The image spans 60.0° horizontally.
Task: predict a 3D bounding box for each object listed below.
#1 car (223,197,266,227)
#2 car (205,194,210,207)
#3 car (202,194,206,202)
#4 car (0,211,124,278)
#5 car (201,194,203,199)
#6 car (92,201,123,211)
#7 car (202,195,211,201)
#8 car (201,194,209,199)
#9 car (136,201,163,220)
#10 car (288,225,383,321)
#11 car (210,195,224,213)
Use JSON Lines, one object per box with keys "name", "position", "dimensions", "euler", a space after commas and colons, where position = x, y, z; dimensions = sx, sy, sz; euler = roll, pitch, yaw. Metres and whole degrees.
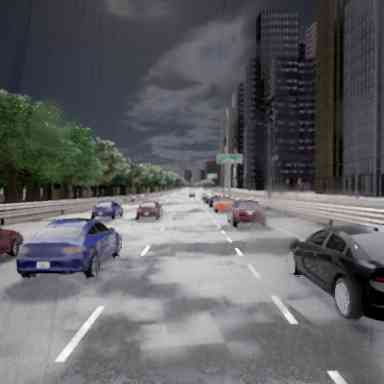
{"name": "car", "position": [3.567, 1.305, 22.527], "dimensions": [2.097, 1.767, 4.553], "euler": [0, 0, 0]}
{"name": "car", "position": [3.380, 1.319, 46.838], "dimensions": [2.033, 1.649, 4.856], "euler": [0, 0, 0]}
{"name": "car", "position": [3.356, 1.352, 57.839], "dimensions": [2.163, 1.488, 4.792], "euler": [0, 0, 0]}
{"name": "car", "position": [-3.408, 1.506, 9.915], "dimensions": [1.812, 1.442, 4.674], "euler": [0, 0, 0]}
{"name": "car", "position": [3.359, 1.304, 68.781], "dimensions": [1.837, 1.490, 4.892], "euler": [0, 0, 0]}
{"name": "car", "position": [-6.948, 1.467, 27.528], "dimensions": [1.812, 1.442, 4.674], "euler": [0, 0, 0]}
{"name": "car", "position": [3.386, 1.341, 79.783], "dimensions": [1.895, 1.301, 4.718], "euler": [0, 0, 0]}
{"name": "car", "position": [3.439, 1.216, 90.723], "dimensions": [2.033, 1.411, 5.357], "euler": [0, 0, 0]}
{"name": "car", "position": [-3.448, 1.467, 27.479], "dimensions": [1.812, 1.442, 4.674], "euler": [0, 0, 0]}
{"name": "car", "position": [3.594, 1.463, 7.319], "dimensions": [1.882, 1.535, 5.008], "euler": [0, 0, 0]}
{"name": "car", "position": [3.424, 1.271, 35.815], "dimensions": [2.097, 1.767, 4.553], "euler": [0, 0, 0]}
